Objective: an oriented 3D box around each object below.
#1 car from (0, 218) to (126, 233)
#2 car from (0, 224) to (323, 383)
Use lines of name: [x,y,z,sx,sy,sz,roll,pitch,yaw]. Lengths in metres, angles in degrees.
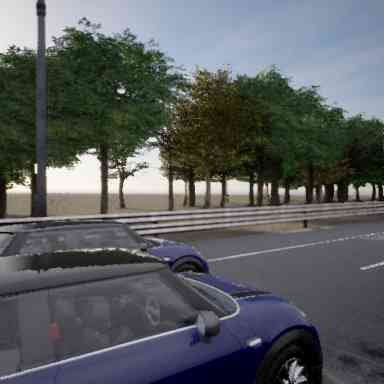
car: [-1.839,1.341,6.732,4.553,1.767,2.097,0,0,-36]
car: [-0.793,1.347,3.180,4.553,1.767,2.097,0,0,-36]
